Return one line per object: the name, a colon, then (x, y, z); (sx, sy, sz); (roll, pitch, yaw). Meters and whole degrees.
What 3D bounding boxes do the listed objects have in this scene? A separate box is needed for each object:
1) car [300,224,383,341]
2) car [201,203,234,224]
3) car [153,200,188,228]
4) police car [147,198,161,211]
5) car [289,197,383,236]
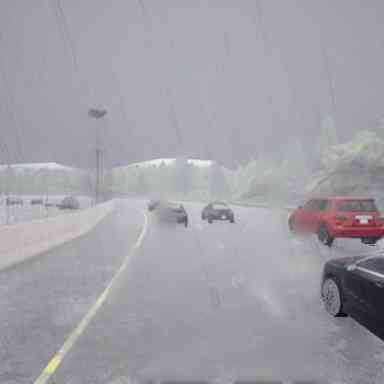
car: (3.440, 1.488, 4.521); (2.128, 1.511, 4.902); (0, 0, -2)
car: (1.871, 1.540, 24.929); (1.812, 1.442, 4.674); (0, 0, -7)
car: (-1.347, 1.511, 22.420); (2.128, 1.511, 4.902); (0, 0, -6)
police car: (-4.439, 1.543, 41.233); (2.038, 1.542, 4.974); (0, 0, -12)
car: (6.399, 1.220, 15.414); (2.150, 2.045, 5.566); (0, 0, -4)
